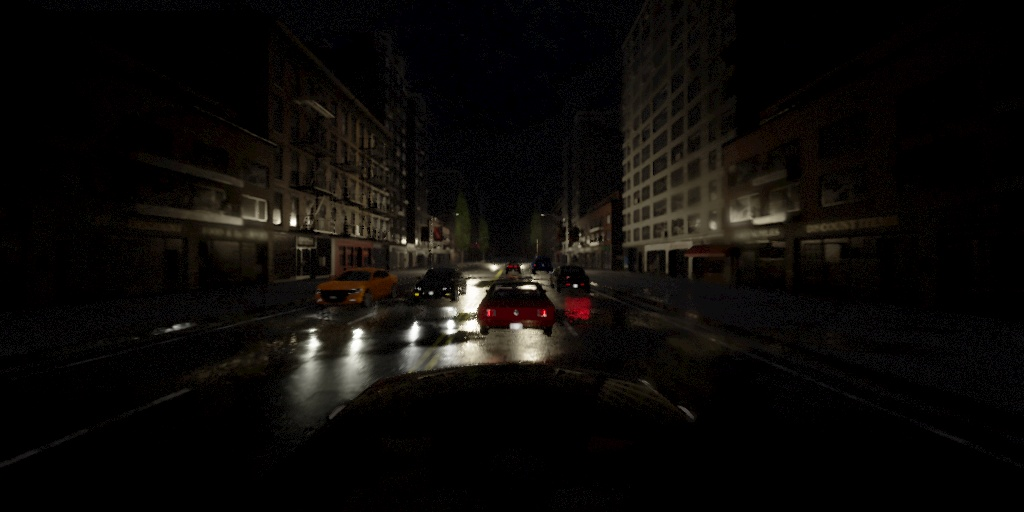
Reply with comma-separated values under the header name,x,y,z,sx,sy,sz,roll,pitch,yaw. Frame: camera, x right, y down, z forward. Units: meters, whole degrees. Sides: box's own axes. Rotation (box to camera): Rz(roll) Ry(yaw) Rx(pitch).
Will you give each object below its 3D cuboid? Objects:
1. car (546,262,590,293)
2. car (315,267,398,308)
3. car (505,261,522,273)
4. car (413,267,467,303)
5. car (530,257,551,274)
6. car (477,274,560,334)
name,x,y,z,sx,sy,sz,roll,pitch,yaw
car,3.371,1.327,21.409,1.837,1.490,4.892,0,0,0
car,-6.551,1.269,15.668,1.882,1.535,5.008,0,0,0
car,0.150,1.402,45.437,1.837,1.490,4.892,0,0,0
car,-3.291,1.306,17.087,1.837,1.490,4.892,0,-1,0
car,3.393,1.111,41.845,2.150,2.045,5.566,0,0,0
car,0.108,1.382,10.692,1.895,1.301,4.718,0,0,0
